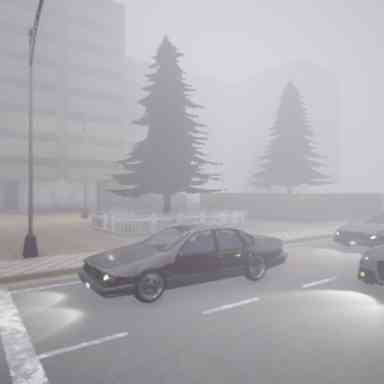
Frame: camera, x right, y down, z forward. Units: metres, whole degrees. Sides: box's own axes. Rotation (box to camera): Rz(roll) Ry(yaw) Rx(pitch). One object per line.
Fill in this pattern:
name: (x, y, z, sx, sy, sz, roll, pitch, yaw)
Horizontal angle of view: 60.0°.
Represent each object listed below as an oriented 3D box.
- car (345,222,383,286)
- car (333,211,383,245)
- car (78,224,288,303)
car: (5.932, 1.566, 8.210, 4.181, 1.385, 1.994, 0, 0, -36)
car: (8.287, 1.551, 14.185, 5.357, 1.411, 2.033, 0, 0, -35)
car: (0.057, 1.549, 8.380, 5.357, 1.411, 2.033, 0, 0, -34)
